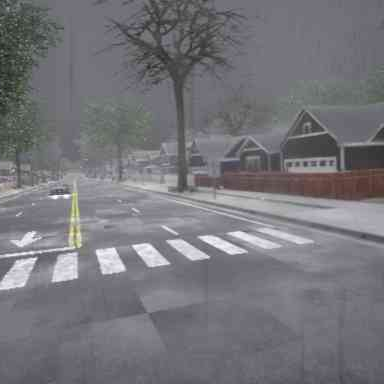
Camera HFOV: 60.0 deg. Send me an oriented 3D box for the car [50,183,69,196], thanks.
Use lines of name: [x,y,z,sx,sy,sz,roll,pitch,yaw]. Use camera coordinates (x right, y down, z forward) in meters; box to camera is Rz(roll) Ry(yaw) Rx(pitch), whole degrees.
car: [-15.772,-0.363,39.753,1.994,1.385,4.181,-5,5,-19]
